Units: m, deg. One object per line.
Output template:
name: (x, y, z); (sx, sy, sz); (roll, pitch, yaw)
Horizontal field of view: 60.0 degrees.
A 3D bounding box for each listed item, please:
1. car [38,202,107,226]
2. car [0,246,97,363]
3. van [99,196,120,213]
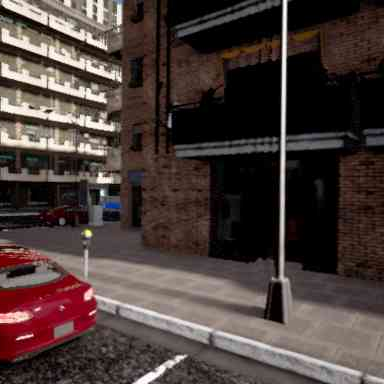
car: (-8.664, 1.607, 23.832); (1.887, 1.381, 4.507); (0, 0, 36)
car: (-3.277, 1.541, 5.338); (4.206, 1.307, 1.802); (0, 1, 36)
van: (-8.845, 1.398, 37.950); (1.690, 1.788, 3.998); (0, 0, 36)
